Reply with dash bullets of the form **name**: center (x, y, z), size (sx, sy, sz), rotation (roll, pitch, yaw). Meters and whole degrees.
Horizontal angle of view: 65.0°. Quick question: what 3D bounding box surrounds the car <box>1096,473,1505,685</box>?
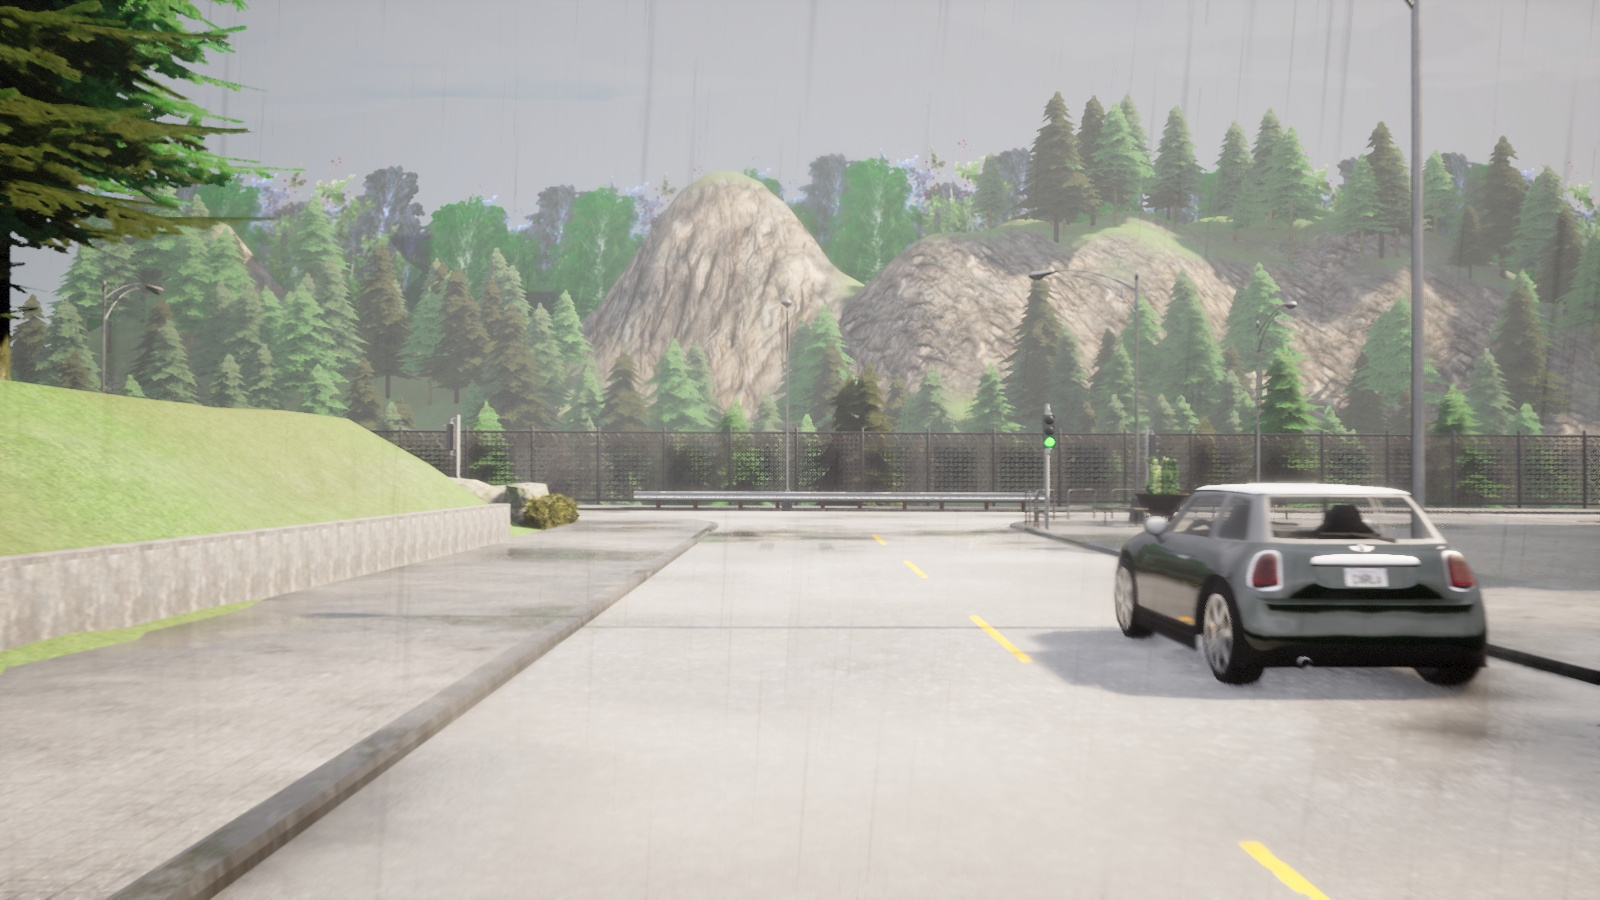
- **car**: center (3.976, 0.944, 10.767), size (1.970, 1.475, 3.806), rotation (0, -1, 0)
